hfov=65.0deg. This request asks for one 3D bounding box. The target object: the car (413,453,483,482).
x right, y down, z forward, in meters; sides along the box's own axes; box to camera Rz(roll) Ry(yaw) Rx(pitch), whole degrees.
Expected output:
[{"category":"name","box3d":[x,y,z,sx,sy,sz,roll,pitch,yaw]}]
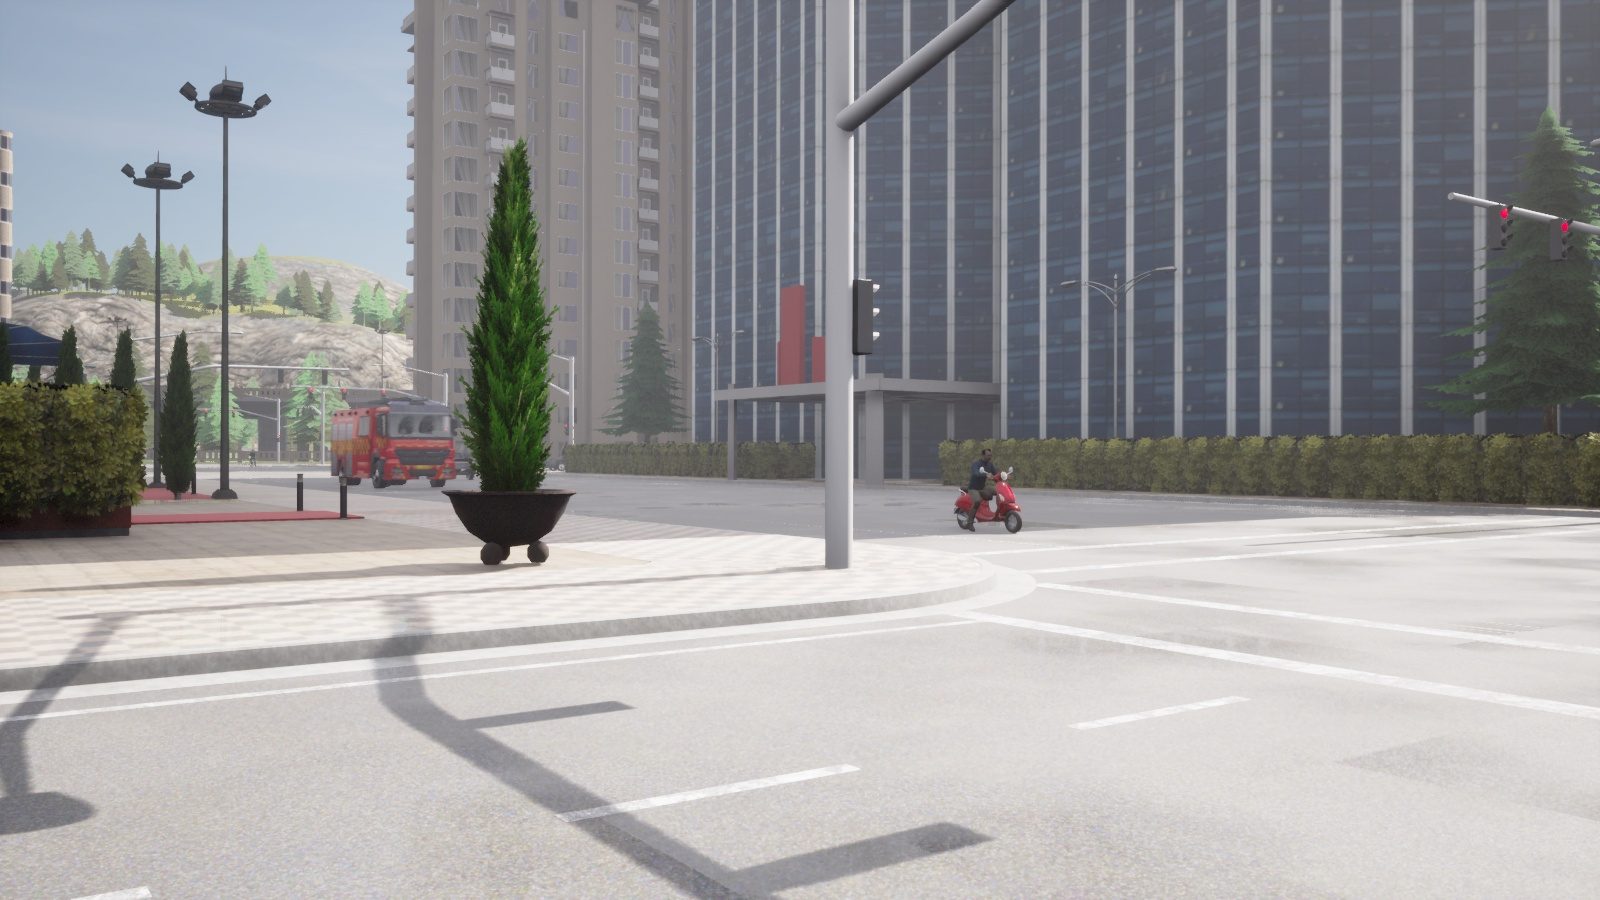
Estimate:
[{"category":"car","box3d":[-19.264,0.910,68.567,2.128,1.511,4.902,0,0,-35]}]

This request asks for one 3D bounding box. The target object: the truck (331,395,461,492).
[{"category":"truck","box3d":[-17.487,-0.251,53.914,2.891,3.827,8.468,0,0,-35]}]

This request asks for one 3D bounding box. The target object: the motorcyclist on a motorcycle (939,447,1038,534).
[{"category":"motorcyclist on a motorcycle","box3d":[3.593,0.749,24.057,0.866,1.590,1.817,0,0,-35]}]
